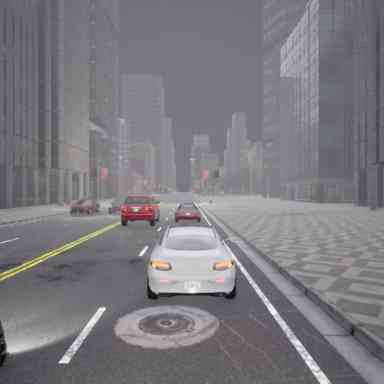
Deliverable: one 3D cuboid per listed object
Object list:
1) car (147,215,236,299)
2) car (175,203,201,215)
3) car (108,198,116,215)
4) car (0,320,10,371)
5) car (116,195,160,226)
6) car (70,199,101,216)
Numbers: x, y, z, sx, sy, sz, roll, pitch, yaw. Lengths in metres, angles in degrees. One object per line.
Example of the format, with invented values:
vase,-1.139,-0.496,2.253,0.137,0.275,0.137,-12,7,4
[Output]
car,-0.031,1.523,8.318,1.812,1.442,4.674,0,0,-1
car,-0.332,1.552,26.123,1.994,1.385,4.181,0,0,-1
car,-7.162,1.329,34.073,2.097,1.767,4.553,0,0,-1
car,-3.181,1.563,2.324,1.994,1.385,4.181,0,0,-1
car,-3.535,1.213,23.402,2.150,2.045,5.566,0,0,-1
car,-10.388,1.458,32.604,1.882,1.535,5.008,0,0,-1
